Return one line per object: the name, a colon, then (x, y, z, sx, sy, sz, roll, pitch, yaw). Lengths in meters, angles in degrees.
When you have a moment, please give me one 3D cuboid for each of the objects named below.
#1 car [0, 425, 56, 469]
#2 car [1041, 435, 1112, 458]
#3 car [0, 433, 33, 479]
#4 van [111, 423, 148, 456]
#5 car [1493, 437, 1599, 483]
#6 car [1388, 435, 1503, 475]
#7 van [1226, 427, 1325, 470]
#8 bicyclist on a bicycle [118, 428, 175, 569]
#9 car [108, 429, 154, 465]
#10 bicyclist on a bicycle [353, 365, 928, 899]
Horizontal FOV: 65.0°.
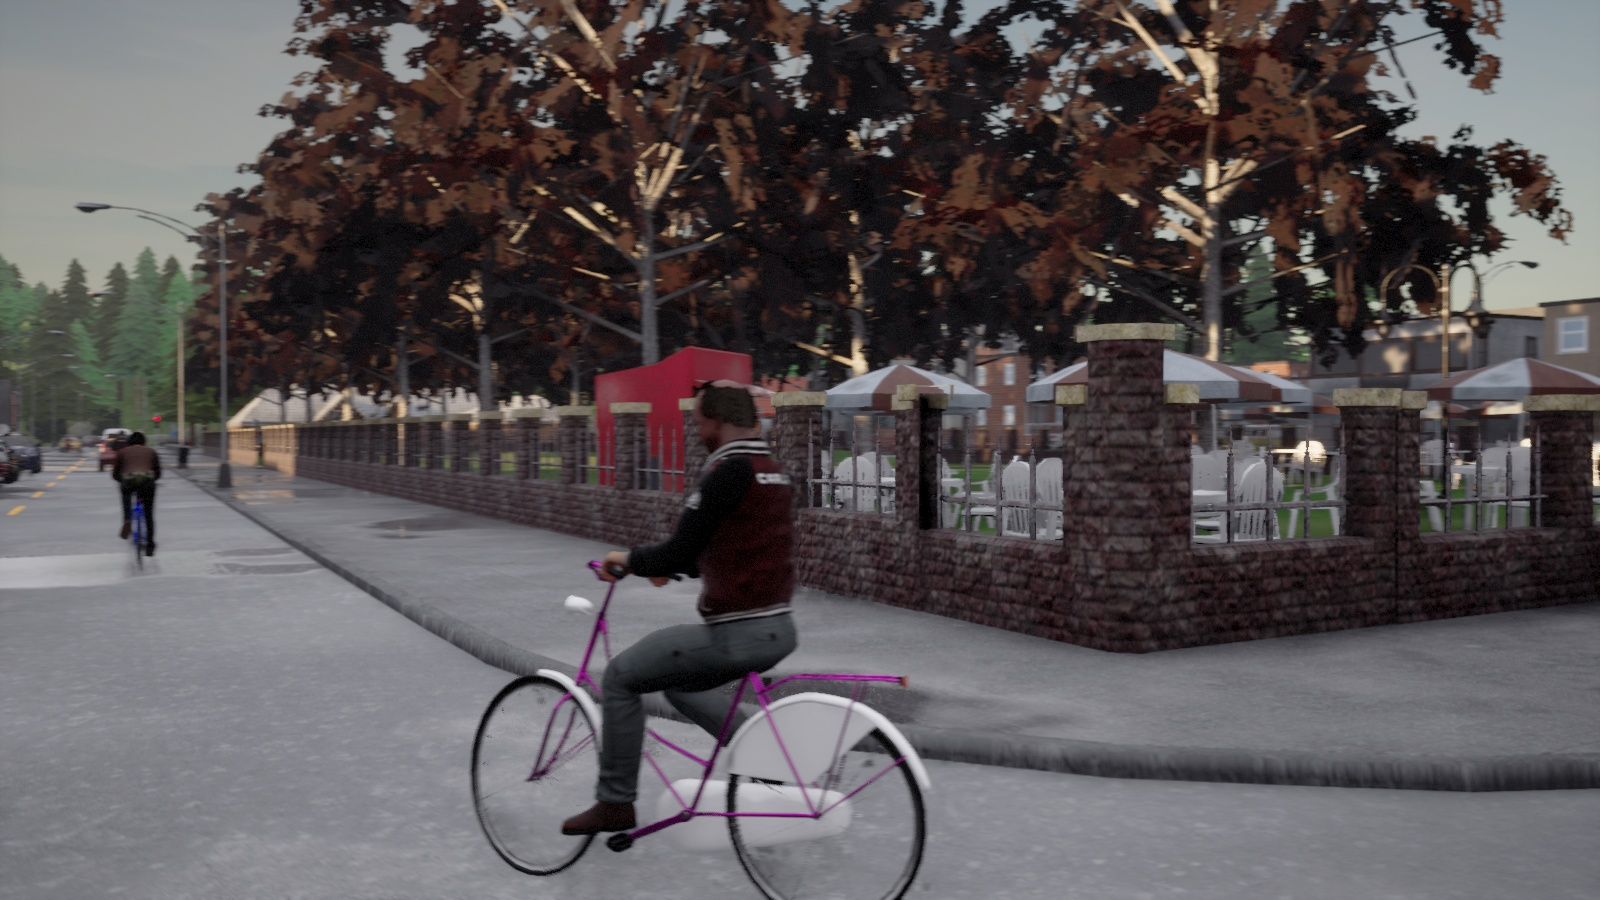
car: (-32.921, -0.149, 53.302, 2.097, 1.767, 4.553, 0, 1, -28)
car: (18.762, -0.232, 85.247, 4.514, 1.525, 2.007, 0, 1, -28)
car: (-26.971, 0.176, 42.191, 1.816, 1.474, 4.193, 0, 1, -28)
van: (-43.421, -0.692, 81.382, 2.069, 2.038, 4.480, 0, 1, -28)
car: (27.698, 0.324, 44.492, 1.801, 1.575, 5.366, 0, 1, -28)
car: (27.424, 0.166, 53.484, 1.851, 1.617, 3.988, 0, 1, -28)
van: (23.181, -0.100, 61.408, 1.775, 1.987, 4.442, 0, 1, -28)
bicyclist on a bicycle: (-7.958, 0.547, 15.257, 0.582, 1.620, 1.656, 0, 1, -29)
car: (-30.972, -0.163, 58.139, 1.851, 1.617, 3.988, 0, 1, -28)
bicyclist on a bicycle: (-0.569, 0.641, 4.295, 1.843, 1.776, 0.659, 1, -2, 27)
